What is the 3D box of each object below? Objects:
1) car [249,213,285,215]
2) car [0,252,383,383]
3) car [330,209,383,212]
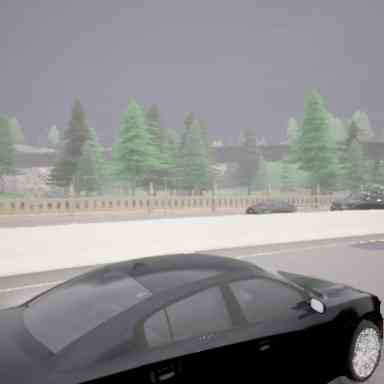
[{"bbox_3d":[6.495,1.344,27.198,4.181,1.385,1.994,0,0,-24],"label":"car"},{"bbox_3d":[0.180,1.446,3.712,5.008,1.535,1.882,0,0,-34],"label":"car"},{"bbox_3d":[13.691,1.011,26.431,5.566,2.045,2.150,0,0,-20],"label":"car"}]
